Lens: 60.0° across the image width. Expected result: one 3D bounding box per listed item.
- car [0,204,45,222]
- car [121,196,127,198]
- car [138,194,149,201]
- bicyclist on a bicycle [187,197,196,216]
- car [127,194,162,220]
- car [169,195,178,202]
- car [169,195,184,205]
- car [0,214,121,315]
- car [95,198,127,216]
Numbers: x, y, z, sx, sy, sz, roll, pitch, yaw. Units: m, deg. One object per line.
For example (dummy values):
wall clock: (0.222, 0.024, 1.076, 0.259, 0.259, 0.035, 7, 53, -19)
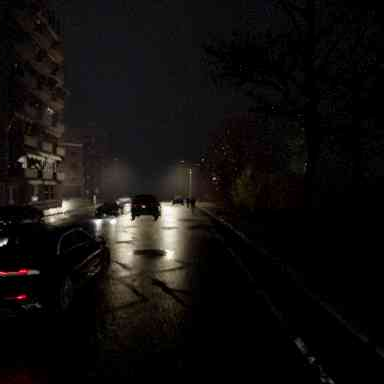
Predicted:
car: (-10.158, 1.469, 18.972, 1.882, 1.535, 5.008, 0, 0, -2)
car: (-12.861, 1.470, 63.933, 1.812, 1.442, 4.674, 0, 0, -5)
car: (-10.227, 1.091, 70.439, 2.033, 1.411, 5.357, 0, 0, -6)
bicyclist on a bicycle: (0.107, 1.342, 31.604, 0.659, 1.776, 1.843, 0, 0, -3)
car: (-3.776, 1.200, 27.892, 2.150, 2.045, 5.566, 0, 0, -2)
car: (-4.160, 1.399, 74.821, 1.882, 1.535, 5.008, 0, 0, -6)
car: (-2.413, 1.438, 57.079, 2.128, 1.511, 4.902, 0, 0, -4)
car: (-3.226, 1.488, 7.513, 2.128, 1.511, 4.902, 0, 0, -1)
car: (-7.322, 1.527, 30.062, 2.033, 1.411, 5.357, 0, 0, -3)
